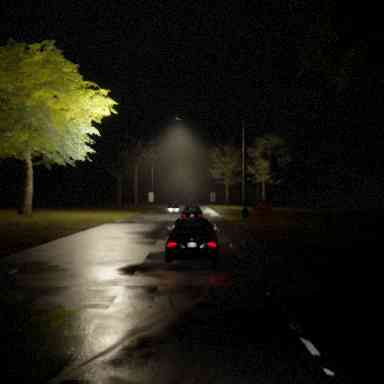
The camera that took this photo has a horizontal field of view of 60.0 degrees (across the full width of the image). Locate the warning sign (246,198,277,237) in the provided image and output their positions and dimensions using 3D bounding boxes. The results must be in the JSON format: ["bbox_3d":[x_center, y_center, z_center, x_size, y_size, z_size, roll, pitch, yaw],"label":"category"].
[{"bbox_3d":[3.577,1.282,17.232,1.300,1.860,1.060,2,1,0],"label":"warning sign"}]

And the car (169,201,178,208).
[{"bbox_3d":[-3.528,2.424,65.088,2.128,1.511,4.902,0,-1,1],"label":"car"}]

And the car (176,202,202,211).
[{"bbox_3d":[0.006,1.845,27.548,2.033,1.411,5.357,0,-1,0],"label":"car"}]

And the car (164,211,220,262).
[{"bbox_3d":[0.007,1.663,12.530,2.033,1.411,5.357,0,-1,0],"label":"car"}]
